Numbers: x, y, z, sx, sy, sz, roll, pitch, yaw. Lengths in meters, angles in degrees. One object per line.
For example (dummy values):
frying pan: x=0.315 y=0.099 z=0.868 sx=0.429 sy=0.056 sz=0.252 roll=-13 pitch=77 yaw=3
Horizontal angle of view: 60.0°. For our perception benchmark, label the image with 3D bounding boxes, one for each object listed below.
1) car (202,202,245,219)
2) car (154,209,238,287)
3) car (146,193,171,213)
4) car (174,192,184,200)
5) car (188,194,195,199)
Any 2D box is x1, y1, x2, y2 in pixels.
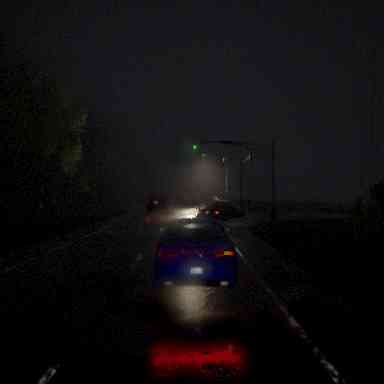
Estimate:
car: x=2.338 y=1.481 z=25.655 sx=2.033 sy=1.411 sz=5.357 roll=0 pitch=0 yaw=30
car: x=0.084 y=1.454 z=9.293 sx=1.882 sy=1.535 sz=5.008 roll=0 pitch=0 yaw=0
car: x=-3.460 y=1.132 z=35.003 sx=2.150 sy=2.045 sz=5.566 roll=0 pitch=0 yaw=0
car: x=-3.648 y=1.113 z=86.296 sx=2.097 sy=1.767 sz=4.553 roll=0 pitch=0 yaw=0
car: x=-0.161 y=1.234 z=94.077 sx=1.837 sy=1.490 sz=4.892 roll=0 pitch=0 yaw=0
